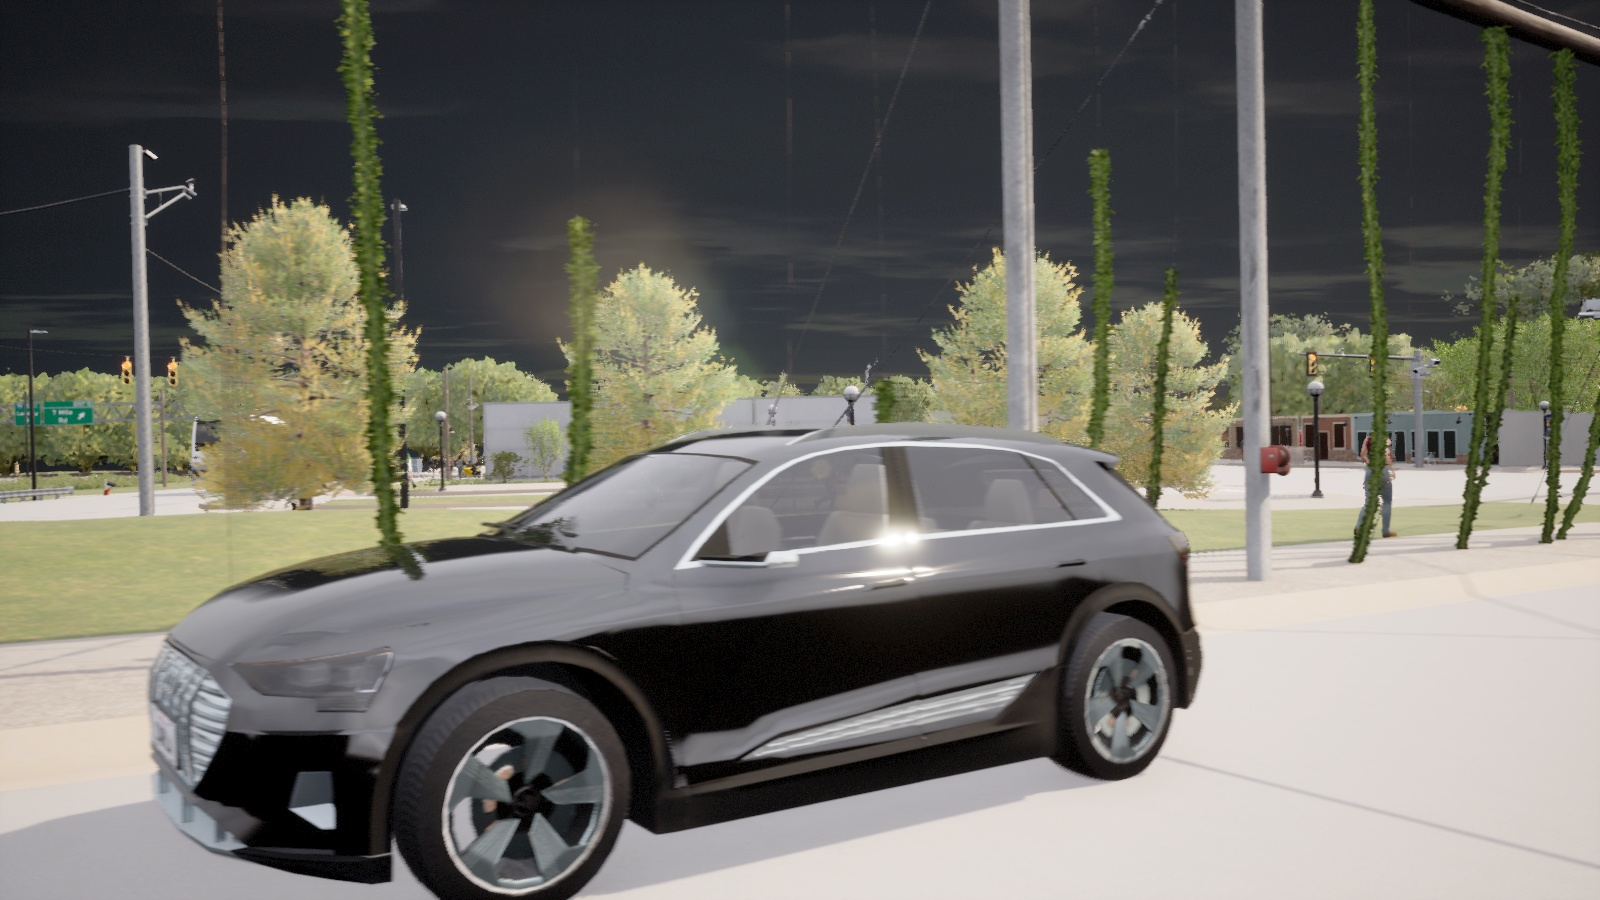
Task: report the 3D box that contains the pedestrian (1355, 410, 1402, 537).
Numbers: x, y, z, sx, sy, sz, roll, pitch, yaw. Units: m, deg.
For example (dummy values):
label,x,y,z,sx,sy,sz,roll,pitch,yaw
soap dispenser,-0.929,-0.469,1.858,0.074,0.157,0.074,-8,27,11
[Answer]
label,x,y,z,sx,sy,sz,roll,pitch,yaw
pedestrian,8.532,0.337,18.527,0.594,1.836,0.345,-2,1,-35

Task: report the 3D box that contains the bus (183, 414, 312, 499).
label,x,y,z,sx,sy,sz,roll,pitch,yaw
bus,-30.193,0.320,69.269,3.944,4.253,10.273,-2,0,-9

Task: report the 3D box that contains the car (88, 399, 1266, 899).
label,x,y,z,sx,sy,sz,roll,pitch,yaw
car,-0.267,0.687,5.594,4.856,1.649,2.033,0,0,-36
